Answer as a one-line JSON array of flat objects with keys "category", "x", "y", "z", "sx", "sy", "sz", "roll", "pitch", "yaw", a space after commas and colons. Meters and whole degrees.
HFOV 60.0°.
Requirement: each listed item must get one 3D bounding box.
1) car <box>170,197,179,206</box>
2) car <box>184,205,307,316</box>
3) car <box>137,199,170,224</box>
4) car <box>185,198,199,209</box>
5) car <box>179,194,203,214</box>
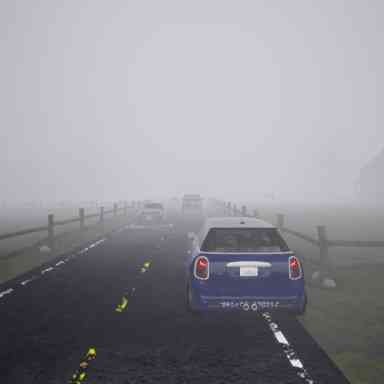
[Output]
[{"category": "car", "x": -2.855, "y": 1.543, "z": 54.208, "sx": 1.812, "sy": 1.442, "sz": 4.674, "roll": 0, "pitch": 0, "yaw": 0}, {"category": "car", "x": 0.947, "y": 1.349, "z": 7.682, "sx": 2.097, "sy": 1.767, "sz": 4.553, "roll": 0, "pitch": 0, "yaw": 0}, {"category": "car", "x": -2.899, "y": 1.525, "z": 24.919, "sx": 1.812, "sy": 1.442, "sz": 4.674, "roll": 0, "pitch": 0, "yaw": 0}, {"category": "car", "x": -0.040, "y": 1.537, "z": 46.361, "sx": 1.812, "sy": 1.442, "sz": 4.674, "roll": 0, "pitch": 0, "yaw": 0}, {"category": "car", "x": 0.002, "y": 1.226, "z": 35.716, "sx": 2.150, "sy": 2.045, "sz": 5.566, "roll": 0, "pitch": 0, "yaw": 0}]
